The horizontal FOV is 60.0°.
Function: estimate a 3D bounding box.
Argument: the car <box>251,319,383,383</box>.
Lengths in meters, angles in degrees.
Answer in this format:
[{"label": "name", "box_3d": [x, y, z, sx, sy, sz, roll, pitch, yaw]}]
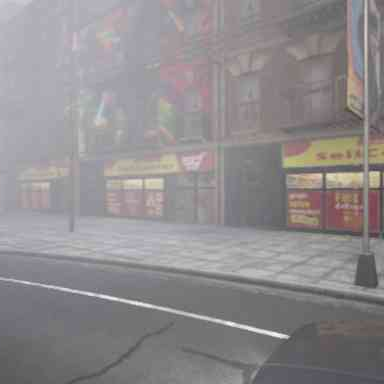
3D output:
[{"label": "car", "box_3d": [2.954, 1.523, 1.746, 5.357, 1.411, 2.033, 0, 0, 36]}]
